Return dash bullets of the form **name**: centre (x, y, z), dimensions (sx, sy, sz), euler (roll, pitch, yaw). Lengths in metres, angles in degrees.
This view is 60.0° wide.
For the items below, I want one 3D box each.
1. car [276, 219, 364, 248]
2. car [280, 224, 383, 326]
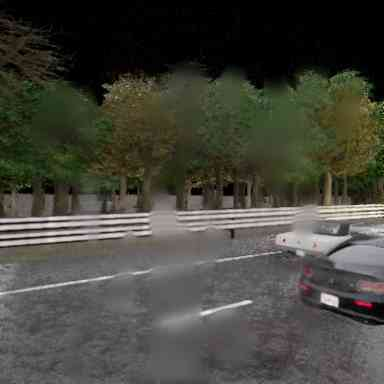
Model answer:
- **car**: centre (5.207, 1.606, 11.525), dimensions (4.718, 1.301, 1.895), euler (0, 0, -34)
- **car**: centre (4.080, 1.531, 6.543), dimensions (4.674, 1.442, 1.812), euler (0, 0, -34)
